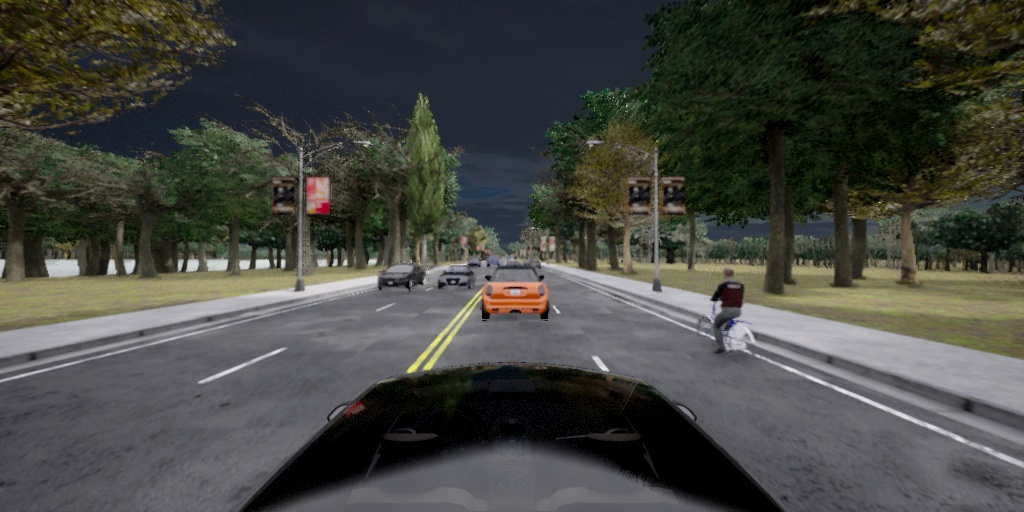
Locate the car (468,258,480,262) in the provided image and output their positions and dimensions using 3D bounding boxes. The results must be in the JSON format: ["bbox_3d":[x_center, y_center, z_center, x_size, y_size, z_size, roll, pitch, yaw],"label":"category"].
[{"bbox_3d":[-6.550,1.091,63.467,2.097,1.767,4.553,0,0,0],"label":"car"}]

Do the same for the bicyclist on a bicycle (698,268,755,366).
[{"bbox_3d":[4.141,1.108,7.066,0.659,1.776,1.843,0,0,0],"label":"bicyclist on a bicycle"}]

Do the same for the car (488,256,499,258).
[{"bbox_3d":[-3.294,0.969,63.368,2.150,2.045,5.566,0,0,0],"label":"car"}]

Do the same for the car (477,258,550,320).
[{"bbox_3d":[0.098,1.078,12.699,2.097,1.767,4.553,0,0,0],"label":"car"}]

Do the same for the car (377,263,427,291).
[{"bbox_3d":[-6.600,1.191,21.968,1.882,1.535,5.008,0,0,0],"label":"car"}]

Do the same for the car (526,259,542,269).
[{"bbox_3d":[3.343,1.212,54.739,2.128,1.511,4.902,0,0,0],"label":"car"}]

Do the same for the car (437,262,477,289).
[{"bbox_3d":[-3.350,1.278,22.341,1.994,1.385,4.181,0,0,0],"label":"car"}]
